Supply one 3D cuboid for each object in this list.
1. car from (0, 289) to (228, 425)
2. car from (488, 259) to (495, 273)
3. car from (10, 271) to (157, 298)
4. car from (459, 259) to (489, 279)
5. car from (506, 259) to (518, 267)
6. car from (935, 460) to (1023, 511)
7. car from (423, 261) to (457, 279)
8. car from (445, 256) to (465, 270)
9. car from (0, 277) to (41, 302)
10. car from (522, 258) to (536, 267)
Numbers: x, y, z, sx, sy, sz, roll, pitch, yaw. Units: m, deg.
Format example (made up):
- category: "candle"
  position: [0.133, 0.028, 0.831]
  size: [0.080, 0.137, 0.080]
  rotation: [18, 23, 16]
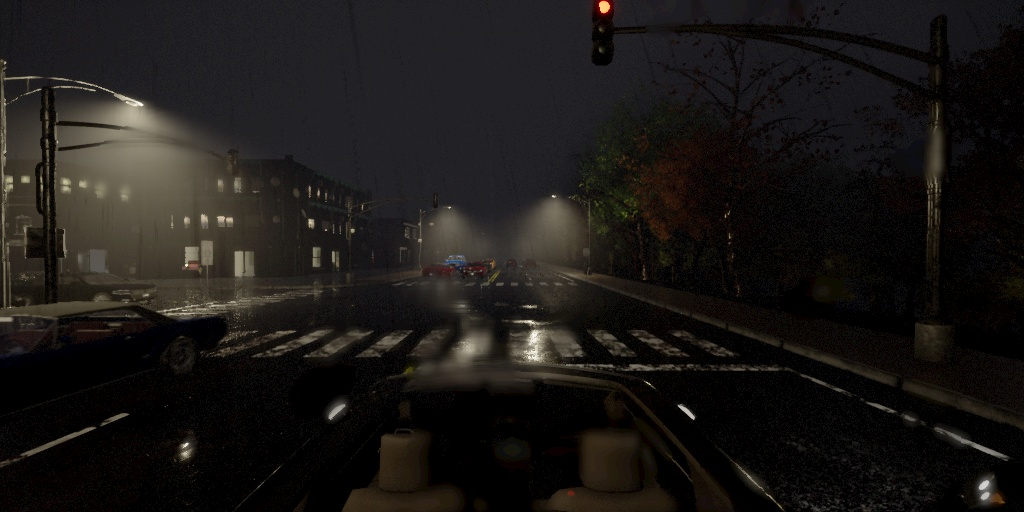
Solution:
- category: "car"
  position: [-6.410, 1.350, 4.646]
  size: [1.895, 1.301, 4.718]
  rotation: [0, 0, 0]
- category: "car"
  position: [-3.424, 1.240, 43.154]
  size: [1.837, 1.490, 4.892]
  rotation: [0, 0, 0]
- category: "car"
  position: [-18.105, 1.428, 15.252]
  size: [5.008, 1.535, 1.882]
  rotation: [-1, 1, -1]
- category: "car"
  position: [-3.411, 1.266, 33.087]
  size: [1.812, 1.442, 4.674]
  rotation: [0, 0, 0]
- category: "car"
  position: [-0.037, 1.231, 63.189]
  size: [1.837, 1.490, 4.892]
  rotation: [0, 0, 0]
- category: "car"
  position: [3.356, 1.314, 0.208]
  size: [1.994, 1.385, 4.181]
  rotation: [0, 0, 0]
- category: "car"
  position: [-6.661, 1.341, 32.866]
  size: [1.895, 1.301, 4.718]
  rotation: [0, 0, 2]
- category: "car"
  position: [-6.677, 0.957, 42.771]
  size: [2.150, 2.045, 5.566]
  rotation: [0, 0, 0]
- category: "car"
  position: [-19.971, 1.565, 12.521]
  size: [4.313, 1.339, 1.948]
  rotation: [0, 0, 0]
- category: "car"
  position: [3.213, 1.204, 63.215]
  size: [1.882, 1.535, 5.008]
  rotation: [0, 0, 0]
